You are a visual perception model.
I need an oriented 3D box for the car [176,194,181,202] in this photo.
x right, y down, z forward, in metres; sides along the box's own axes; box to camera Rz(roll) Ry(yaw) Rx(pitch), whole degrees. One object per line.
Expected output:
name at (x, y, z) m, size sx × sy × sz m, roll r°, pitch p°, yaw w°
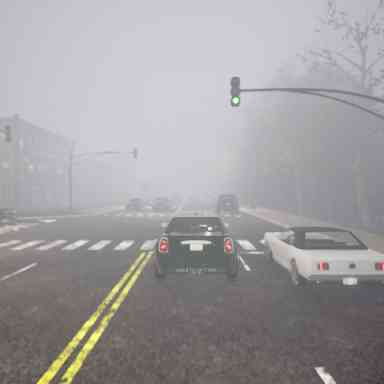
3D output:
car at (-3.302, 1.506, 53.915) m, size 2.033 × 1.411 × 5.357 m, roll 0°, pitch 0°, yaw 0°

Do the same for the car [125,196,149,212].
car at (-6.585, 1.474, 39.040) m, size 1.837 × 1.490 × 4.892 m, roll 0°, pitch 1°, yaw 0°

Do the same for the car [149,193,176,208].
car at (-3.336, 1.325, 38.289) m, size 2.097 × 1.767 × 4.553 m, roll 0°, pitch 0°, yaw 0°

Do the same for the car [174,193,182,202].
car at (-3.237, 1.166, 69.486) m, size 2.150 × 2.045 × 5.566 m, roll 0°, pitch 0°, yaw 0°

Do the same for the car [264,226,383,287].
car at (3.351, 1.595, 9.248) m, size 1.895 × 1.301 × 4.718 m, roll 0°, pitch 0°, yaw 0°

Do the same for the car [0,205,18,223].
car at (-15.354, 1.619, 24.241) m, size 4.902 × 1.511 × 2.128 m, roll -1°, pitch 1°, yaw 2°

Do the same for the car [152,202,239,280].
car at (0.102, 1.346, 10.085) m, size 2.097 × 1.767 × 4.553 m, roll 0°, pitch 0°, yaw 0°

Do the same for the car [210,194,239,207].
car at (3.356, 1.197, 33.407) m, size 2.150 × 2.045 × 5.566 m, roll 0°, pitch 0°, yaw 0°

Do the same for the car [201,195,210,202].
car at (3.262, 1.418, 68.838) m, size 1.882 × 1.535 × 5.008 m, roll 0°, pitch 0°, yaw 0°

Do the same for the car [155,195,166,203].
car at (-6.487, 1.466, 69.235) m, size 1.812 × 1.442 × 4.674 m, roll 0°, pitch 0°, yaw 0°

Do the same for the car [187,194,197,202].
car at (0.012, 1.462, 69.254) m, size 1.812 × 1.442 × 4.674 m, roll 0°, pitch 0°, yaw 0°

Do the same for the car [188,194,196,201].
car at (0.014, 1.267, 79.257) m, size 1.837 × 1.490 × 4.892 m, roll 0°, pitch 0°, yaw 0°

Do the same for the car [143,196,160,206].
car at (-6.552, 1.451, 54.164) m, size 2.128 × 1.511 × 4.902 m, roll 0°, pitch 0°, yaw 0°

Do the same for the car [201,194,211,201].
car at (3.264, 1.307, 79.256) m, size 2.033 × 1.411 × 5.357 m, roll 0°, pitch 0°, yaw 0°
